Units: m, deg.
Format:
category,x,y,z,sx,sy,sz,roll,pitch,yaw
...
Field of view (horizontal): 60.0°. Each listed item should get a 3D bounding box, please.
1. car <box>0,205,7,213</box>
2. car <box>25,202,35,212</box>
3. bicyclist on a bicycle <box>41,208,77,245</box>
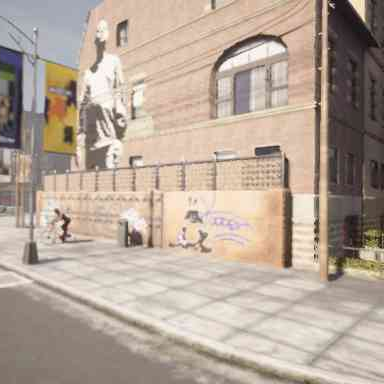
category,x,y,z,sx,sy,sz,roll,pitch,yaw
car,-26.576,2.031,43.938,1.812,1.442,4.674,1,-1,9
car,-22.158,2.172,47.700,1.812,1.442,4.674,0,-1,16
bicyclist on a bicycle,-5.884,1.521,14.788,0.582,1.620,1.656,0,-1,45
